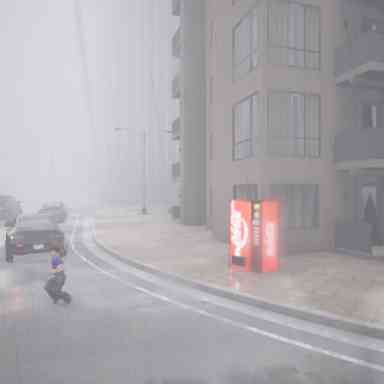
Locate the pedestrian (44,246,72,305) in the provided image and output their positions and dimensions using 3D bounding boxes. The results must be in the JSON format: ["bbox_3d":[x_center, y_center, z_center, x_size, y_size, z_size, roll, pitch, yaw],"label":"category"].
[{"bbox_3d":[-2.604,1.574,6.539,0.375,1.300,0.375,0,0,-40],"label":"pedestrian"}]

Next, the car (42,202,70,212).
[{"bbox_3d":[-10.258,1.490,24.737,2.128,1.511,4.902,0,0,-18],"label":"car"}]

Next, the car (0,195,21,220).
[{"bbox_3d":[-13.491,1.221,23.315,2.150,2.045,5.566,0,0,-18],"label":"car"}]

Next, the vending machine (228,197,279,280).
[{"bbox_3d":[1.700,1.195,9.166,1.100,2.100,0.880,0,0,-42],"label":"vending machine"}]

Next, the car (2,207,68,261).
[{"bbox_3d":[-5.802,1.525,12.363,1.812,1.442,4.674,0,0,-27],"label":"car"}]
